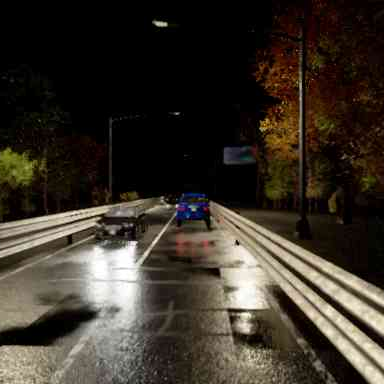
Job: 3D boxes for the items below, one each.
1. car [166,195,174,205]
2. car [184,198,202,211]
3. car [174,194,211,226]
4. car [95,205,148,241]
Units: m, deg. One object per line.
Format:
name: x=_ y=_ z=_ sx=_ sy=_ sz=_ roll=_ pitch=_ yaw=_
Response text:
car: x=-3.317 y=1.254 z=57.623 sx=2.097 sy=1.767 sz=4.553 roll=0 pitch=0 yaw=0
car: x=0.102 y=1.464 z=41.722 sx=2.033 sy=1.411 sz=5.357 roll=0 pitch=0 yaw=0
car: x=0.105 y=1.156 z=23.009 sx=2.150 sy=2.045 sz=5.566 roll=0 pitch=0 yaw=0
car: x=-3.345 y=1.431 z=16.437 sx=2.128 sy=1.511 sz=4.902 roll=0 pitch=0 yaw=0
